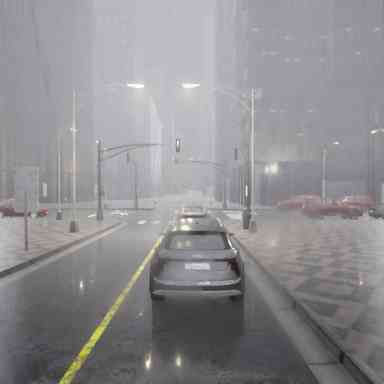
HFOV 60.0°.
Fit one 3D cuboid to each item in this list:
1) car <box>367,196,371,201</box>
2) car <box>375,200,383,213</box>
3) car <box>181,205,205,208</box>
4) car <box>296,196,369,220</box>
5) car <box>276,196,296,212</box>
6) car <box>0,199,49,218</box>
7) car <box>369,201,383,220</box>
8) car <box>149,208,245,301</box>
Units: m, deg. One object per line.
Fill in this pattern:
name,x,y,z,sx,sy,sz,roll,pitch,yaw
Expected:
car,17.794,1.353,37.649,5.009,1.841,2.192,0,1,0
car,23.435,1.633,37.662,4.313,1.339,1.947,0,1,0
car,0.050,1.511,19.496,1.837,1.490,4.892,0,1,-1
car,12.156,1.463,29.115,5.009,1.841,2.192,0,1,0
car,12.151,1.325,37.639,5.009,1.841,2.192,0,1,0
car,-14.886,1.566,29.068,4.507,1.381,1.887,0,1,0
car,17.799,1.742,29.128,4.313,1.339,1.947,0,1,0
car,0.118,1.428,8.335,2.033,1.649,4.856,0,0,0
